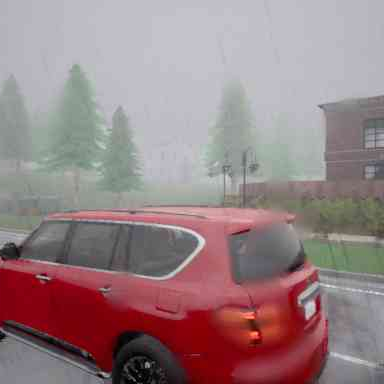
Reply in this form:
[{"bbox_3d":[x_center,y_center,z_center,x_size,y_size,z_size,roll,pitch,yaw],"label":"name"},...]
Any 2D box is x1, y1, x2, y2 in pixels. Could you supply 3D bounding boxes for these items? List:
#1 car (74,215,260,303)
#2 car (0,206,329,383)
[{"bbox_3d":[-0.851,1.503,8.841,4.892,1.490,1.837,0,0,35],"label":"car"},{"bbox_3d":[-1.061,1.219,4.710,5.566,2.045,2.150,0,0,35],"label":"car"}]
